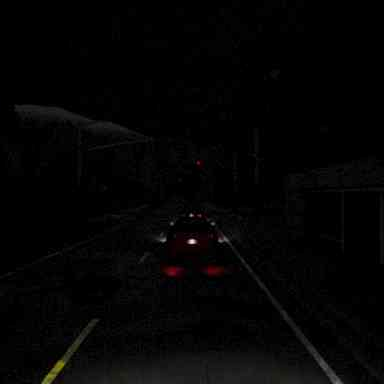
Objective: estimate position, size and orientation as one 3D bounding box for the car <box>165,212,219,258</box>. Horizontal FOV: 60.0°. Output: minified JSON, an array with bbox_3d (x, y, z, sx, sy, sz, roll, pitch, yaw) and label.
[{"bbox_3d":[0.019,1.713,13.526,1.994,1.385,4.181,0,-1,0],"label":"car"}]

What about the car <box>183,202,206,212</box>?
[{"bbox_3d":[0.125,1.848,27.497,2.033,1.411,5.357,0,-1,4],"label":"car"}]

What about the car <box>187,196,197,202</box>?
[{"bbox_3d":[0.003,1.891,78.058,2.150,2.045,5.566,0,-1,0],"label":"car"}]
